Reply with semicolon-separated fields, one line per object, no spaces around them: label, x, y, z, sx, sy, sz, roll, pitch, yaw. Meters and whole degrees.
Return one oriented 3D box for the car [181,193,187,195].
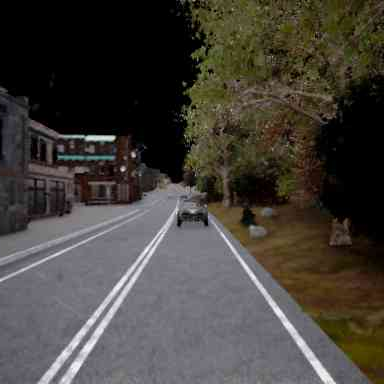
car;-2.091;1.005;85.755;1.895;1.301;4.718;0;1;-3

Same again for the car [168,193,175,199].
car;-5.372;1.075;86.257;1.837;1.490;4.892;0;1;-3

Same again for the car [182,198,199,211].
car;-0.258;1.516;42.422;2.033;1.411;5.357;0;0;-1

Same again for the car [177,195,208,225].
car;0.028;1.351;24.158;2.097;1.767;4.553;0;0;0
